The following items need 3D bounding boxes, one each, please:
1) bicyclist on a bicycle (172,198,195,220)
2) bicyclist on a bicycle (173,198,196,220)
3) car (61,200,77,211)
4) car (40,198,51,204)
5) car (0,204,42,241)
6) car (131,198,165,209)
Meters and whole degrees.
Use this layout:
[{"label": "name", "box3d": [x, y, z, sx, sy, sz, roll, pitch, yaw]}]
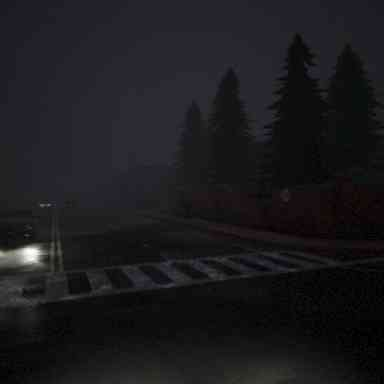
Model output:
[{"label": "bicyclist on a bicycle", "box3d": [-0.672, 1.311, 25.989, 1.656, 1.620, 0.582, -1, 0, -19]}, {"label": "bicyclist on a bicycle", "box3d": [-0.526, 1.309, 25.063, 1.656, 1.620, 0.582, -1, 0, 6]}, {"label": "car", "box3d": [-16.213, 1.744, 44.065, 2.033, 1.411, 5.357, -1, 0, -22]}, {"label": "car", "box3d": [-31.014, 1.928, 70.610, 1.994, 1.385, 4.181, -1, 0, -22]}, {"label": "car", "box3d": [-8.967, 1.586, 17.055, 1.882, 1.535, 5.008, -1, 0, -22]}, {"label": "car", "box3d": [-5.979, 1.568, 45.703, 4.674, 1.442, 1.812, -1, 0, -27]}]
